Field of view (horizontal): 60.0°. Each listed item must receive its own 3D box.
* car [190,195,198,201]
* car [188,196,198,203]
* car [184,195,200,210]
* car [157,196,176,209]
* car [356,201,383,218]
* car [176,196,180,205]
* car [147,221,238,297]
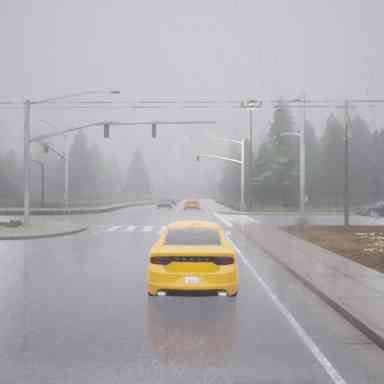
[{"bbox_3d":[0.637,1.442,83.258,1.837,1.490,4.892,0,0,2],"label":"car"},{"bbox_3d":[0.246,1.537,72.865,2.033,1.411,5.357,0,0,2],"label":"car"},{"bbox_3d":[-0.012,1.478,42.304,1.882,1.535,5.008,0,0,0],"label":"car"},{"bbox_3d":[-3.612,1.547,45.064,2.033,1.411,5.357,0,0,0],"label":"car"},{"bbox_3d":[17.206,1.531,29.589,4.892,1.490,1.837,0,0,1],"label":"car"},{"bbox_3d":[-3.579,1.600,56.799,1.895,1.301,4.718,0,0,1],"label":"car"},{"bbox_3d":[0.043,1.474,8.642,1.882,1.535,5.008,0,0,1],"label":"car"}]
